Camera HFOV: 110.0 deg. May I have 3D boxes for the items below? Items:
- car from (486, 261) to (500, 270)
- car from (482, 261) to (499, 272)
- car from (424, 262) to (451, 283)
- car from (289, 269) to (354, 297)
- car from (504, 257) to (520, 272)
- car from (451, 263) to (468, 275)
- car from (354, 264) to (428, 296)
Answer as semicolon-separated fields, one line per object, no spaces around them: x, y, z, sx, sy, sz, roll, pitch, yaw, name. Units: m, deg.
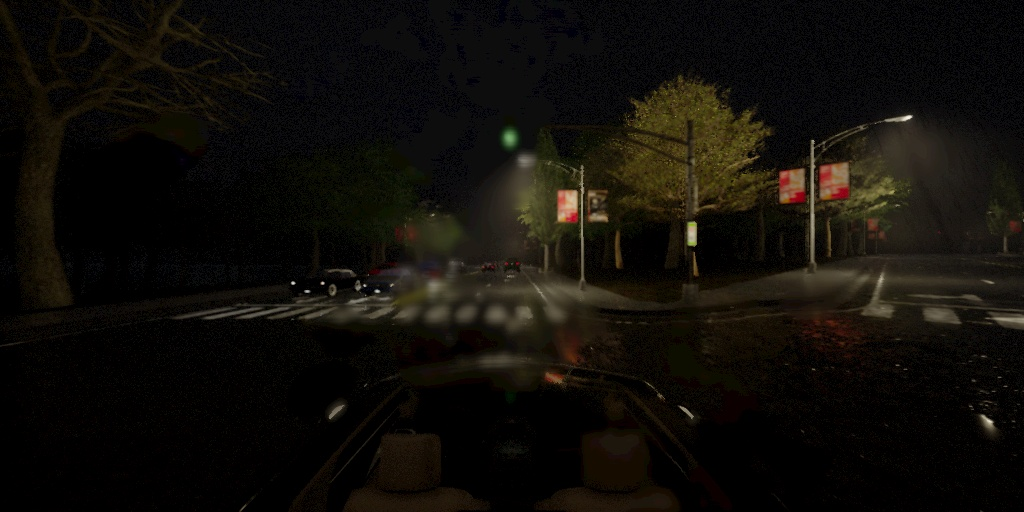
-3.258;1.597;61.237;2.128;1.511;4.902;0;-1;0;car
-3.256;1.558;50.817;2.033;1.411;5.357;0;0;0;car
-6.565;1.412;29.366;1.994;1.385;4.181;0;0;0;car
-9.799;1.395;19.391;1.895;1.301;4.718;0;0;1;car
-0.006;1.232;50.850;2.150;2.045;5.566;0;0;0;car
-6.540;1.501;43.738;2.033;1.411;5.357;0;0;0;car
-6.545;1.345;20.133;2.033;1.411;5.357;0;0;1;car
